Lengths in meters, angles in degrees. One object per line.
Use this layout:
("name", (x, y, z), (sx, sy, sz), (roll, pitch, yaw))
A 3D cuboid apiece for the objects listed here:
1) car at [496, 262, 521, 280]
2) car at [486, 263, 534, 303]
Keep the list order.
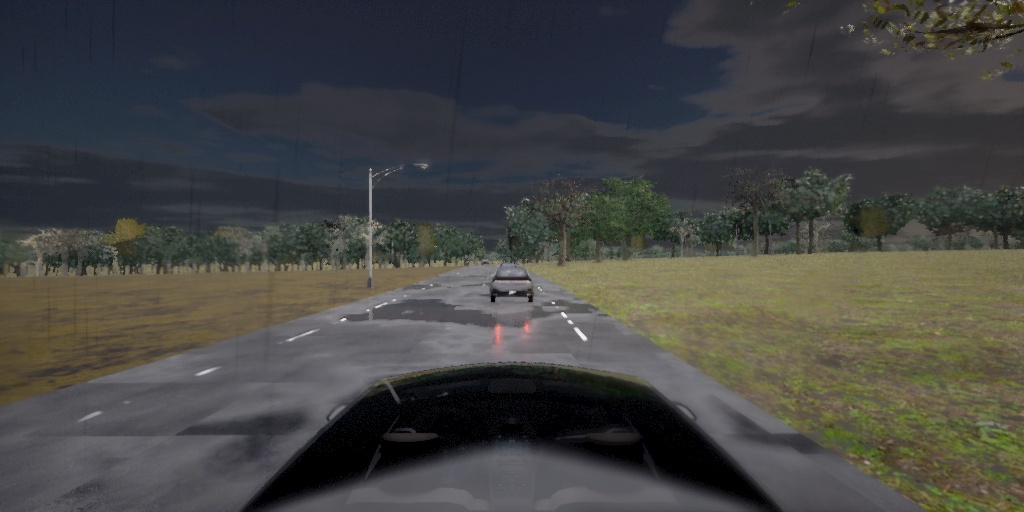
("car", (-0.360, 1.260, 31.569), (1.994, 1.385, 4.181), (0, 0, -2))
("car", (-0.016, 1.230, 16.517), (2.128, 1.511, 4.902), (0, 0, 0))
